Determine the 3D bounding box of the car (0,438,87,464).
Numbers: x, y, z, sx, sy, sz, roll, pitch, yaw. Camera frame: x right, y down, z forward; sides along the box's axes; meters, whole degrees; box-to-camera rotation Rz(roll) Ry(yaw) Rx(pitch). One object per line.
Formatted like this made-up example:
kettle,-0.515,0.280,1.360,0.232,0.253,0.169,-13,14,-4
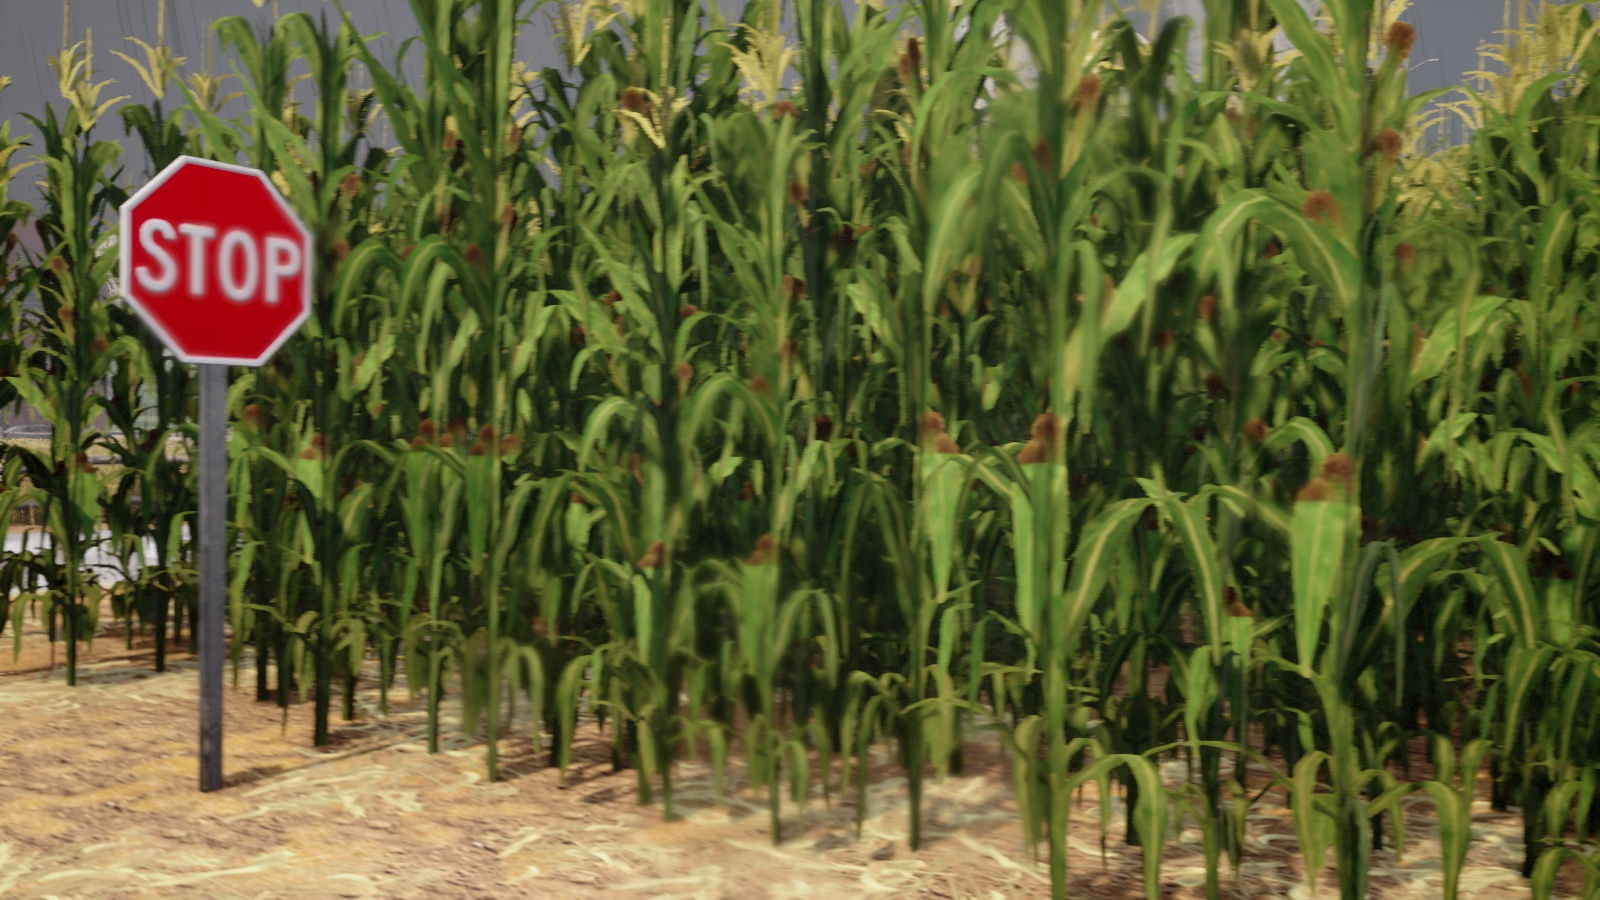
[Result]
car,-45.236,0.051,75.013,1.816,1.474,4.193,0,1,38
